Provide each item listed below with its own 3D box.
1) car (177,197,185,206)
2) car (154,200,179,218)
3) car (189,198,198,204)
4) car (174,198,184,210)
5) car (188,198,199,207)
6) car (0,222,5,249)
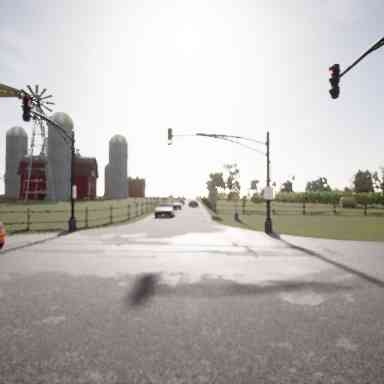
[{"bbox_3d":[-2.455,1.807,67.502,2.097,1.767,4.553,0,0,0],"label":"car"},{"bbox_3d":[-2.727,1.809,33.977,2.033,1.411,5.357,0,0,0],"label":"car"},{"bbox_3d":[0.326,1.967,73.291,1.994,1.385,4.181,0,0,0],"label":"car"},{"bbox_3d":[-2.615,1.957,50.479,1.994,1.385,4.181,0,-1,1],"label":"car"},{"bbox_3d":[0.273,2.023,63.283,1.812,1.442,4.674,0,0,0],"label":"car"},{"bbox_3d":[-9.527,1.356,12.985,4.553,1.767,2.097,0,-1,26],"label":"car"}]
